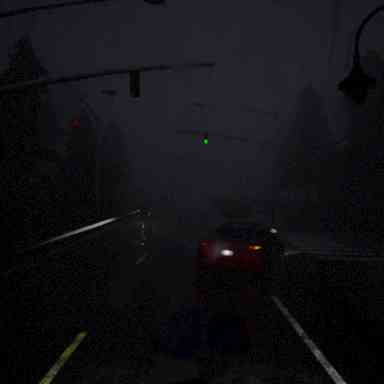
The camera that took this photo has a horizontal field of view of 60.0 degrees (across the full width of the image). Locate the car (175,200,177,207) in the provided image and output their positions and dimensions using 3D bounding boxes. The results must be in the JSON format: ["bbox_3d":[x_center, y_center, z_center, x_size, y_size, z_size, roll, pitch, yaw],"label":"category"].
[{"bbox_3d":[-3.456,1.738,53.347,1.895,1.301,4.718,0,0,0],"label":"car"}]

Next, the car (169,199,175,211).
[{"bbox_3d":[-3.519,1.652,40.508,2.033,1.411,5.357,0,0,0],"label":"car"}]

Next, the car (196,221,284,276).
[{"bbox_3d":[1.673,1.629,10.637,1.994,1.385,4.181,0,-2,22],"label":"car"}]

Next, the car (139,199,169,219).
[{"bbox_3d":[-3.543,1.569,30.129,2.128,1.511,4.902,0,0,0],"label":"car"}]
